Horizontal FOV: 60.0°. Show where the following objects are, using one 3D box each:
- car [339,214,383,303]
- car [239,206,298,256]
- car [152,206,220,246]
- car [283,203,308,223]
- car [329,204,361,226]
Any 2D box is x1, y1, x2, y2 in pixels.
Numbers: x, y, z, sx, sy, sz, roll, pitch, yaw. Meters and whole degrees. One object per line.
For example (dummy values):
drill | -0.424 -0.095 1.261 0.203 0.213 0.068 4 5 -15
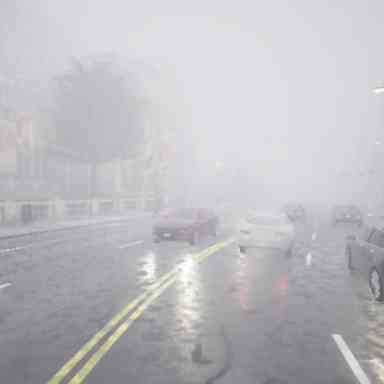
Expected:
car | 5.026 1.520 7.996 1.837 1.490 4.892 0 0 15
car | 3.057 1.510 13.164 1.812 1.442 4.674 1 0 19
car | -0.113 1.428 15.437 1.882 1.535 5.008 0 0 21
car | 7.689 1.532 25.246 2.033 1.411 5.357 1 0 21
car | 10.673 1.563 23.242 2.033 1.411 5.357 1 0 20
